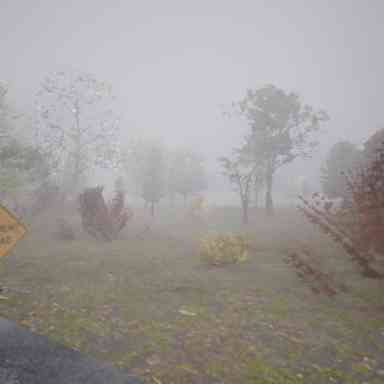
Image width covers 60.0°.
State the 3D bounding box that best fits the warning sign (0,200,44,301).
[{"bbox_3d":[-3.911,1.109,6.679,1.060,1.860,1.300,1,0,35],"label":"warning sign"}]
